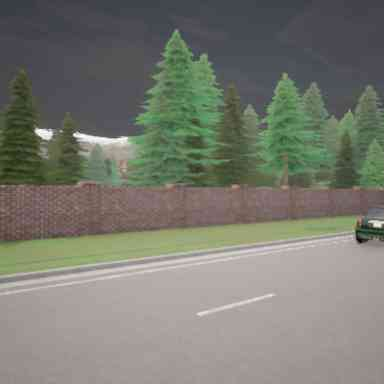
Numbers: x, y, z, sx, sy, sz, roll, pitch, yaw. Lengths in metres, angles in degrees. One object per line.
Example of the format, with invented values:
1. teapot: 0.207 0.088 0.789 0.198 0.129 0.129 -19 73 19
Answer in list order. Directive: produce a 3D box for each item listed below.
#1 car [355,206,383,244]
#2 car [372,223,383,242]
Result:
1. car: 9.194 1.363 14.613 4.553 1.767 2.097 0 0 -35
2. car: 7.301 1.555 8.973 5.357 1.411 2.033 0 0 -35
